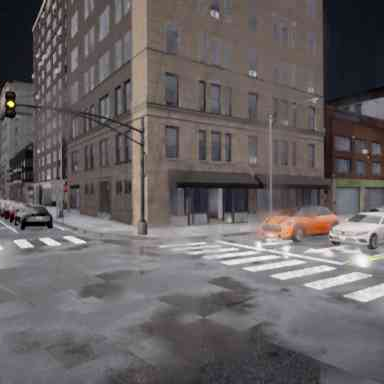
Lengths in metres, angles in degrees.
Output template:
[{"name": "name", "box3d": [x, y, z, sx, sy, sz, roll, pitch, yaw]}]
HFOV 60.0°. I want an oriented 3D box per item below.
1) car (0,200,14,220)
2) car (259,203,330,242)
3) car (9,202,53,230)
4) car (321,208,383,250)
[{"name": "car", "box3d": [-13.123, 1.524, 25.401, 1.887, 1.381, 4.507, 1, 0, -35]}, {"name": "car", "box3d": [5.607, 1.498, 17.260, 4.553, 1.767, 2.097, 0, -1, -35]}, {"name": "car", "box3d": [-9.973, 1.550, 20.855, 1.947, 1.339, 4.313, 1, 0, -35]}, {"name": "car", "box3d": [8.179, 1.648, 15.077, 4.674, 1.442, 1.812, 0, -1, -34]}]
